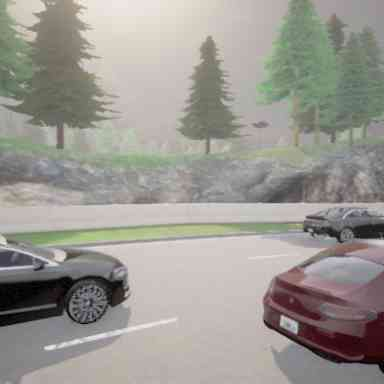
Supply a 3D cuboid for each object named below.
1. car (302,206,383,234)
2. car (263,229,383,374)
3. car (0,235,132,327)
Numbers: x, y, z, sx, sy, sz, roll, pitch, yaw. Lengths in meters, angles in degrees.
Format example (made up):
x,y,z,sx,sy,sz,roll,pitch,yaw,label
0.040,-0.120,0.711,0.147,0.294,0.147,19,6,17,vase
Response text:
x,y,z,sx,sy,sz,roll,pitch,yaw,label
7.218,1.392,14.528,4.902,1.511,2.128,0,0,-18,car
3.258,1.491,5.222,4.674,1.442,1.812,0,0,-27,car
-3.407,1.418,5.330,4.902,1.511,2.128,0,1,-35,car
